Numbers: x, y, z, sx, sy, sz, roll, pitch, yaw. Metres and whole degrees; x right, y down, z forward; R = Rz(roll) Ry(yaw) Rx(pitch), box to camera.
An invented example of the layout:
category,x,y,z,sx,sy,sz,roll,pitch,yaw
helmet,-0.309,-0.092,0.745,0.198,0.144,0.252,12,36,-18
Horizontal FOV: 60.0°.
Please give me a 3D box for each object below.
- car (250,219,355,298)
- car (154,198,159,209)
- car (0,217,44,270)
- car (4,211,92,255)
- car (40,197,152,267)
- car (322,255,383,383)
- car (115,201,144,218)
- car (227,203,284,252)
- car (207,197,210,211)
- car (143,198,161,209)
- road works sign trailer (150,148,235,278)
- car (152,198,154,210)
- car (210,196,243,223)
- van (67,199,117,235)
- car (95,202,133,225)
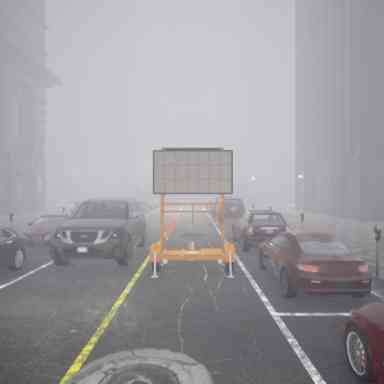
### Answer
category,x,y,z,sx,sy,sz,roll,pitch,yaw
car,2.778,1.581,8.228,1.802,1.307,4.206,0,0,0
car,-5.669,1.581,42.062,1.947,1.339,4.313,0,0,0
car,-5.747,1.550,8.242,2.008,1.369,4.403,0,0,0
car,-5.734,1.582,13.879,1.802,1.307,4.206,0,0,0
car,-2.961,1.221,11.828,2.150,2.045,5.566,0,0,1
car,2.765,1.581,2.591,1.802,1.307,4.206,0,0,0
car,-5.695,1.589,30.789,1.802,1.307,4.206,0,0,0
car,2.791,1.440,13.864,1.967,1.590,4.097,0,0,0
car,2.829,1.322,30.772,2.192,1.841,5.009,0,0,0
car,-5.656,1.571,47.699,2.008,1.369,4.403,0,0,0
road works sign trailer,0.023,0.464,10.123,2.380,3.560,2.880,0,0,0
car,-5.682,1.576,36.425,1.947,1.339,4.313,0,0,0
car,2.816,1.319,25.135,2.192,1.841,5.009,0,0,0
van,-5.722,1.343,19.516,1.690,1.788,3.998,0,0,0
car,-5.708,1.529,24.982,1.752,1.417,4.829,0,0,0
